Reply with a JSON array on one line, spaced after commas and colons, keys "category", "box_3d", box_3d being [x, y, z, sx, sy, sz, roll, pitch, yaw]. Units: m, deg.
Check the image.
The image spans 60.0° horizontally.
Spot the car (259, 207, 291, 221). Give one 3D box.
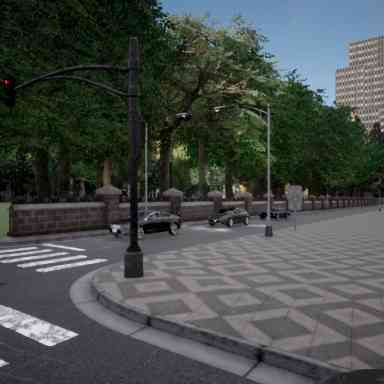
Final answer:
[{"category": "car", "box_3d": [8.970, 2.342, 35.880, 1.895, 1.301, 4.718, 0, -1, 35]}]

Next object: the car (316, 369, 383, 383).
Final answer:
[{"category": "car", "box_3d": [2.508, 1.551, 1.174, 4.403, 1.369, 2.008, 0, 0, 36]}]

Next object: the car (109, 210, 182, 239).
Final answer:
[{"category": "car", "box_3d": [-2.605, 1.816, 19.471, 2.128, 1.511, 4.902, 0, -1, 37]}]

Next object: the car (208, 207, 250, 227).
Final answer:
[{"category": "car", "box_3d": [3.175, 2.036, 27.681, 1.837, 1.490, 4.892, 0, -1, 35]}]
